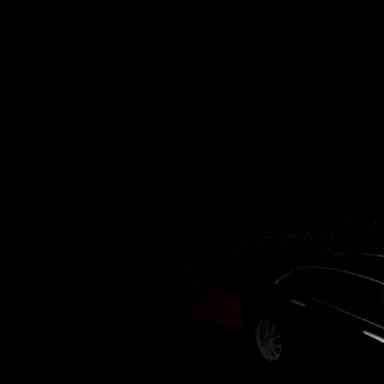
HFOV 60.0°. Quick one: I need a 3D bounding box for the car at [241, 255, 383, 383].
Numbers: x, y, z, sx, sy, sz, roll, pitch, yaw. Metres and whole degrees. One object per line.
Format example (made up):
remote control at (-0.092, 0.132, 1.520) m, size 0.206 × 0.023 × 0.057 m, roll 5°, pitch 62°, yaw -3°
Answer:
car at (2.435, 1.574, 3.514) m, size 1.837 × 1.490 × 4.892 m, roll 2°, pitch -1°, yaw -27°
